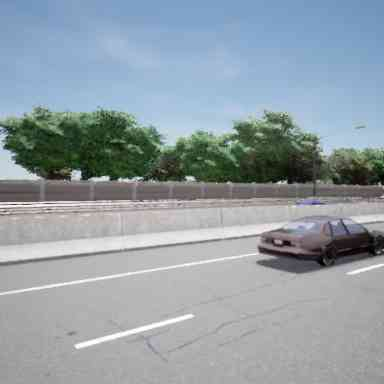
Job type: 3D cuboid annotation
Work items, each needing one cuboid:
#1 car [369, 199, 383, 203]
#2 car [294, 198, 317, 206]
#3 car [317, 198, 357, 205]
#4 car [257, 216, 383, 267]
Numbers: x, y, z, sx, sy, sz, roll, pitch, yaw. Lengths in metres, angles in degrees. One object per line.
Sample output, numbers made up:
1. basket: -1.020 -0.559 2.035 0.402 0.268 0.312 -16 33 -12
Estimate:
1. car: 20.210 1.444 35.578 4.674 1.442 1.812 0 0 -35
2. car: 14.267 1.447 39.940 4.674 1.442 1.812 0 0 -35
3. car: 16.625 1.425 37.324 4.892 1.490 1.837 0 0 -35
4. car: 4.618 1.522 11.328 5.357 1.411 2.033 0 0 -35
